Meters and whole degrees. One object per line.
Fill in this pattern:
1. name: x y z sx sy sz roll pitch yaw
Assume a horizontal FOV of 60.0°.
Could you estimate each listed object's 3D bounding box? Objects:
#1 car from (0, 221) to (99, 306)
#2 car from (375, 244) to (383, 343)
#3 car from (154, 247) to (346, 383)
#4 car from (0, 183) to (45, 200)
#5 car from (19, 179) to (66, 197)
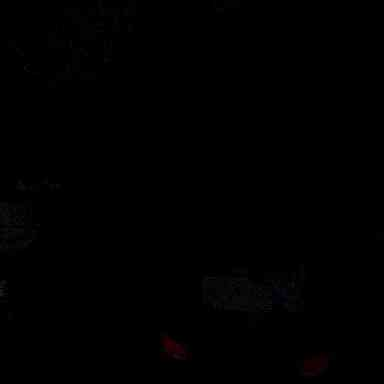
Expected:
1. car: -4.029 1.493 8.202 2.002 1.452 4.674 1 0 14
2. car: 3.396 1.234 2.980 2.435 2.045 5.566 1 0 15
3. car: 0.925 1.514 4.752 2.002 1.452 4.674 0 -1 15
4. car: -19.531 0.086 37.354 4.674 1.452 2.002 1 6 8
5. car: -18.113 -0.492 39.989 5.566 2.045 2.435 1 6 8
